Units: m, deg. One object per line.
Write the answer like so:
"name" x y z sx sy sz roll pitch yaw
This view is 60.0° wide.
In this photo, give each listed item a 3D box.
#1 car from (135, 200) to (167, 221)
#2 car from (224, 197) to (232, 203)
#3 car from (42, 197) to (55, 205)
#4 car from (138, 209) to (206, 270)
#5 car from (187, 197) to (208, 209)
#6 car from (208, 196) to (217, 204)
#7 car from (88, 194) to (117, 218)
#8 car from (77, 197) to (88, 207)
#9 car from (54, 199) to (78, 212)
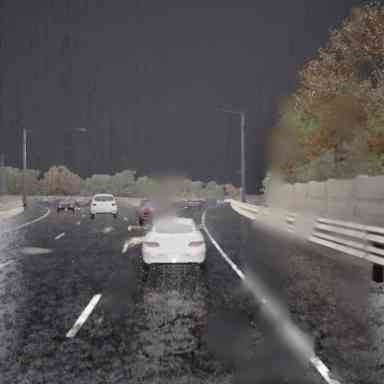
"car" -3.076 1.351 24.847 2.097 1.767 4.553 0 0 -13
"car" 10.484 2.449 94.179 2.150 2.045 5.566 0 -4 14
"car" -25.066 1.543 58.317 2.128 1.511 4.902 0 0 -33
"car" -0.572 1.523 10.947 1.812 1.442 4.674 0 0 -3
"car" 0.531 1.471 43.654 2.128 1.511 4.902 0 0 7
"car" 3.528 1.504 61.163 1.812 1.442 4.674 0 0 11
"car" -8.177 1.233 30.634 2.150 2.045 5.566 0 0 -17
"car" -17.095 1.521 51.900 2.128 1.511 4.902 0 0 -28
"car" -14.850 1.629 39.111 1.895 1.301 4.718 0 0 -22
